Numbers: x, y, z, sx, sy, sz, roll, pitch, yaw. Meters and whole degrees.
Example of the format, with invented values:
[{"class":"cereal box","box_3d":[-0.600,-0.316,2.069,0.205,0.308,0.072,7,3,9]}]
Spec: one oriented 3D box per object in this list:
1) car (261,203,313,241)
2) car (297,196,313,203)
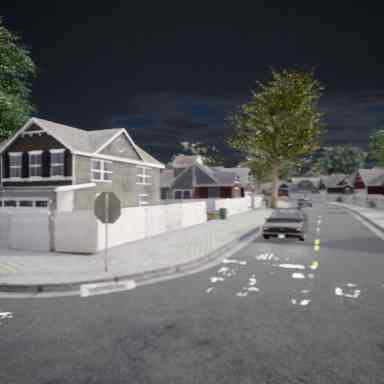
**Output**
[{"class":"car","box_3d":[4.817,1.488,16.640,2.033,1.411,5.357,0,0,22]},{"class":"car","box_3d":[15.498,1.345,45.747,1.812,1.442,4.674,0,0,17]}]
